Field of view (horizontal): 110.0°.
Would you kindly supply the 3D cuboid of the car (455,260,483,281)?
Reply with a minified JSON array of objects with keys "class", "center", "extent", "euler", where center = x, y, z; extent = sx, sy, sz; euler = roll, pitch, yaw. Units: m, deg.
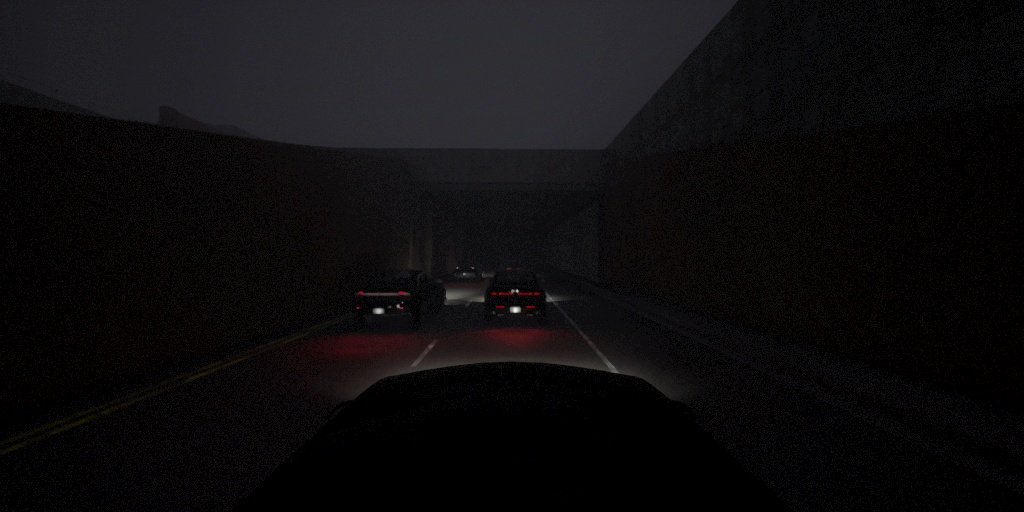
[{"class":"car","center":[-3.400,1.075,28.151],"extent":[2.128,1.511,4.902],"euler":[0,0,0]}]

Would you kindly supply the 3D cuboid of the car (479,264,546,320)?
[{"class":"car","center":[0.098,1.190,12.211],"extent":[1.837,1.490,4.892],"euler":[0,1,0]}]

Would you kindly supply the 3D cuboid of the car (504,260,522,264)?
[{"class":"car","center":[0.100,1.088,28.229],"extent":[1.837,1.490,4.892],"euler":[0,0,0]}]

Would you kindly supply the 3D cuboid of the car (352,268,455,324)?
[{"class":"car","center":[-3.402,1.179,11.582],"extent":[2.128,1.511,4.902],"euler":[0,0,0]}]
